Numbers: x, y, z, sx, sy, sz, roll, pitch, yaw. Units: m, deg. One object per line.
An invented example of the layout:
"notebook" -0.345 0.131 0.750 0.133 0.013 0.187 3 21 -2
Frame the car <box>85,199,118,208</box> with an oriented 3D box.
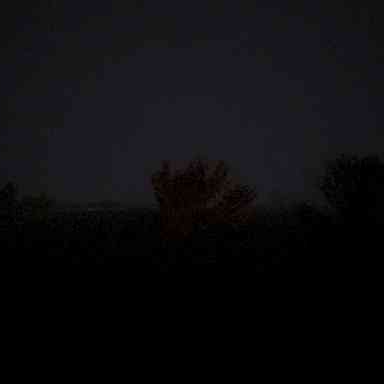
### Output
"car" -14.186 1.845 52.563 2.033 1.411 5.357 -1 -1 36
